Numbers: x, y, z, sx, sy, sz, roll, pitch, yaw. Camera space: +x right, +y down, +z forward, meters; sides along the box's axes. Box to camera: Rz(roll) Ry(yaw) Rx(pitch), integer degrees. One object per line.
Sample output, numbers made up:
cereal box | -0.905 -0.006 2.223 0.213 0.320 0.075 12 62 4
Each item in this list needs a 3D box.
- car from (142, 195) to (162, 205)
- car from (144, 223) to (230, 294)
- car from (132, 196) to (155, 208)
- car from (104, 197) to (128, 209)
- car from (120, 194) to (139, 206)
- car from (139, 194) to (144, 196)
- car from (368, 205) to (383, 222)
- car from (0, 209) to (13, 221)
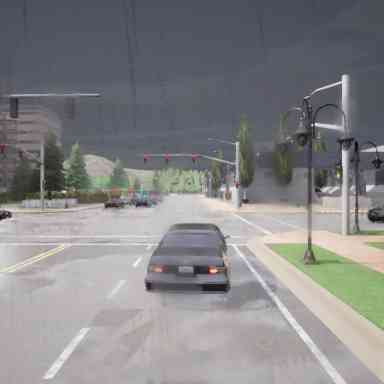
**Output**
car | -7.051 1.547 58.442 2.033 1.411 5.357 0 0 0
car | 0.059 1.547 8.951 2.033 1.411 5.357 0 0 4
car | -7.064 1.601 48.797 1.895 1.301 4.718 0 0 0
car | -10.572 1.601 45.531 1.895 1.301 4.718 0 0 0
car | -10.565 1.491 54.798 2.128 1.511 4.902 0 0 0
car | -10.503 1.548 65.836 2.033 1.411 5.357 0 0 1
car | 15.191 1.564 24.287 4.181 1.385 1.994 0 0 0
car | -16.541 1.548 24.989 5.357 1.411 2.033 0 0 -4
